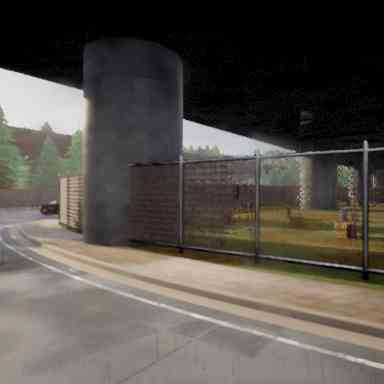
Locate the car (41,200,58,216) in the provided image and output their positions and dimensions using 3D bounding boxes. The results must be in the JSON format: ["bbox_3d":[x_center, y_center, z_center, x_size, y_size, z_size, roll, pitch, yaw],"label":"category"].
[{"bbox_3d":[-11.243,1.405,30.370,1.882,1.535,5.008,-1,0,30],"label":"car"}]
